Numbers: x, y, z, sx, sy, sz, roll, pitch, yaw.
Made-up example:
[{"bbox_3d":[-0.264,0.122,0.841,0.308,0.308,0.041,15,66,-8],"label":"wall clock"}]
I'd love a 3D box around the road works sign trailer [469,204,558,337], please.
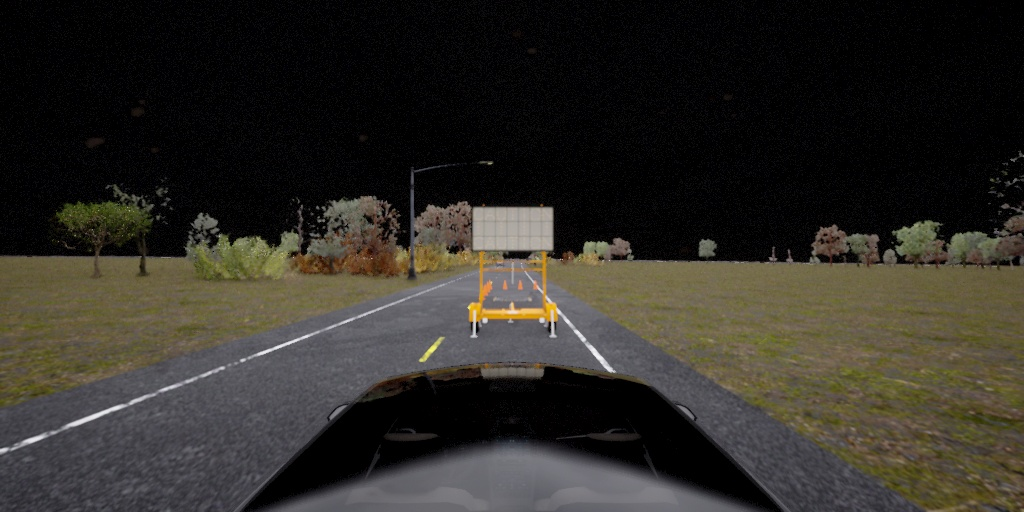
[{"bbox_3d":[0.026,0.280,10.478,2.380,3.560,2.880,0,0,-1],"label":"road works sign trailer"}]
